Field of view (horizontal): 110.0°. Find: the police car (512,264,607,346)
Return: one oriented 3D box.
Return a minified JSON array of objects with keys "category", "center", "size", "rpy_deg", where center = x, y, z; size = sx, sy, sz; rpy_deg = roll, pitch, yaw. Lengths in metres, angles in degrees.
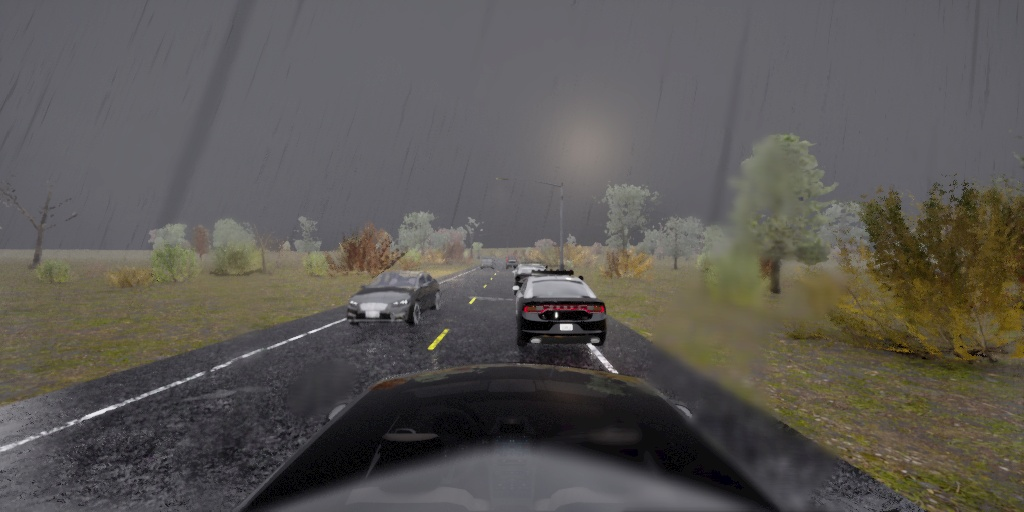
[{"category":"police car","center":[1.050,1.170,9.512],"size":[1.930,1.638,5.238],"rpy_deg":[0,0,0]}]

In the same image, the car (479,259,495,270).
[{"category":"car","center":[-3.514,1.170,51.089],"size":[1.837,1.490,4.892],"rpy_deg":[0,0,0]}]

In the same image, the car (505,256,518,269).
[{"category":"car","center":[0.056,1.165,52.581],"size":[1.837,1.490,4.892],"rpy_deg":[0,0,0]}]

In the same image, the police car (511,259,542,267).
[{"category":"police car","center":[1.049,1.159,19.514],"size":[1.930,1.638,5.238],"rpy_deg":[0,0,0]}]

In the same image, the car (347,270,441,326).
[{"category":"car","center":[-3.600,1.234,11.702],"size":[2.128,1.511,4.902],"rpy_deg":[0,0,0]}]
